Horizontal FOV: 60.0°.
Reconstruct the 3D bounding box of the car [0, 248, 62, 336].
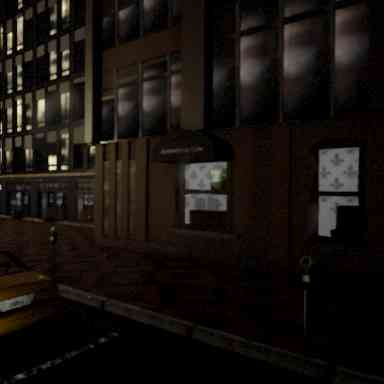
[{"bbox_3d":[-4.293,1.476,5.935,4.829,1.417,1.752,1,1,36],"label":"car"}]
